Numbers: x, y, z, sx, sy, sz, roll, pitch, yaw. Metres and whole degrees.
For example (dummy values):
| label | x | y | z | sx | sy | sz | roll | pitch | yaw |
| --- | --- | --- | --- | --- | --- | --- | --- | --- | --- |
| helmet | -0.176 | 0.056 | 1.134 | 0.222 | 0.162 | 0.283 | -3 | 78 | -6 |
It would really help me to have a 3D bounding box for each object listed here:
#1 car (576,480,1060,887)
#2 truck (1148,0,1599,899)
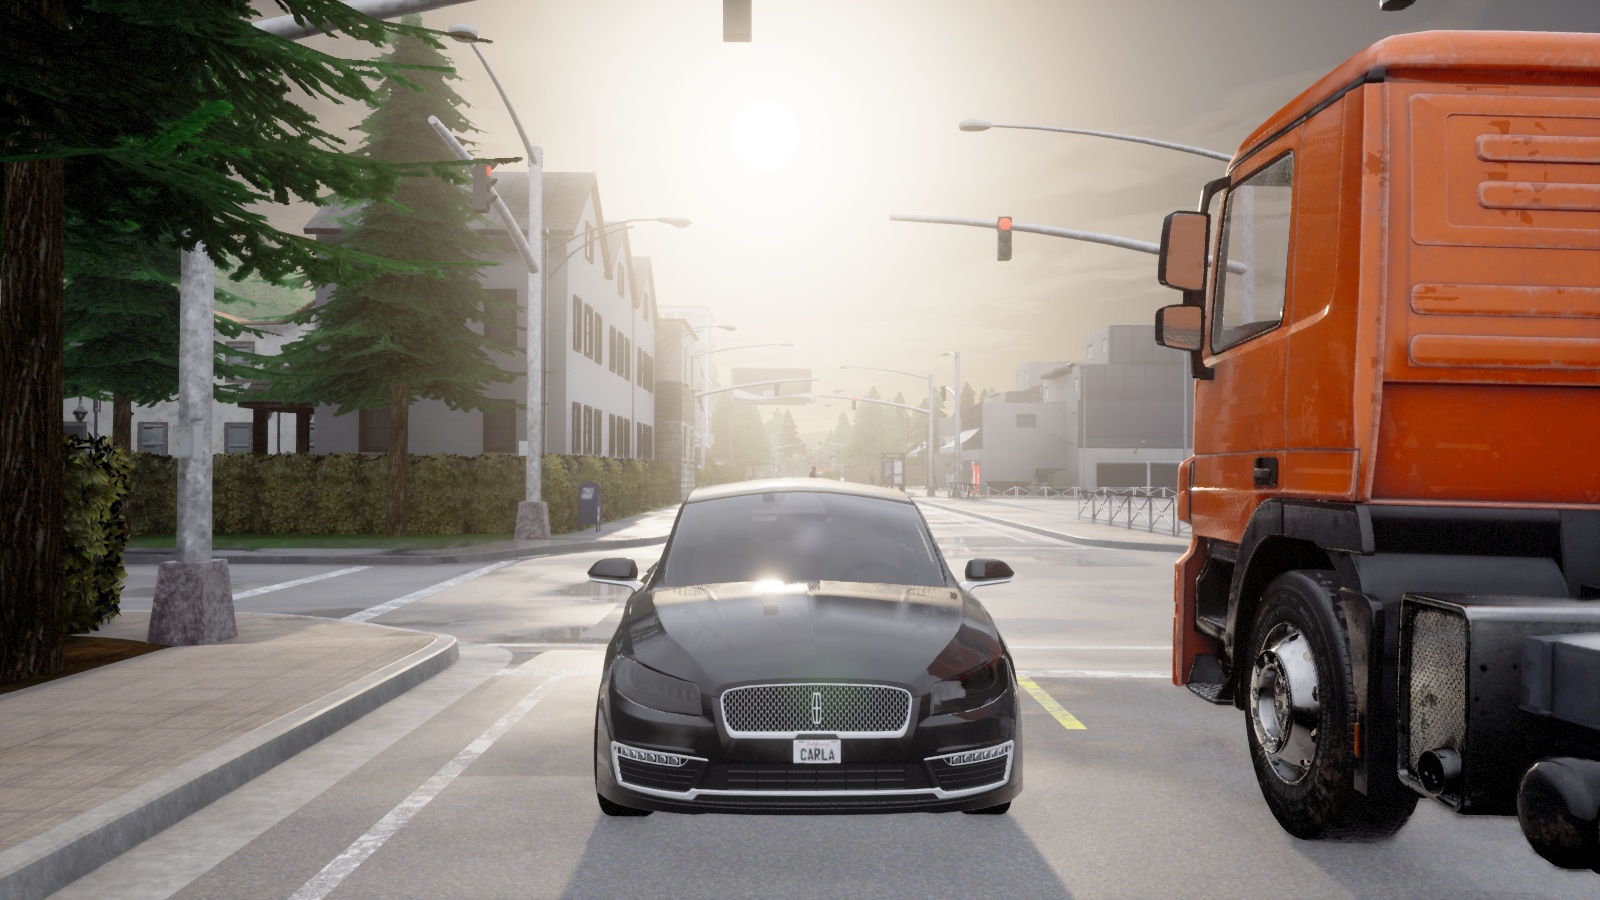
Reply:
| label | x | y | z | sx | sy | sz | roll | pitch | yaw |
| --- | --- | --- | --- | --- | --- | --- | --- | --- | --- |
| car | -0.006 | 0.941 | 7.222 | 1.837 | 1.490 | 4.892 | 0 | -1 | -2 |
| truck | 3.467 | -0.063 | 3.129 | 2.891 | 3.462 | 7.936 | 1 | 0 | 0 |
